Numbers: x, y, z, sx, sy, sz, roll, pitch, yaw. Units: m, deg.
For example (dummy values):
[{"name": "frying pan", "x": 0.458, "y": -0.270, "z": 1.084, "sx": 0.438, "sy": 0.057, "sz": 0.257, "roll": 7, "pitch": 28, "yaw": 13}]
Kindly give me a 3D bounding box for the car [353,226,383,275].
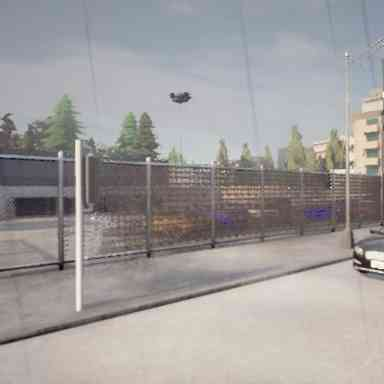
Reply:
[{"name": "car", "x": 6.439, "y": 1.469, "z": 9.413, "sx": 4.902, "sy": 1.511, "sz": 2.128, "roll": 0, "pitch": 0, "yaw": -37}]
